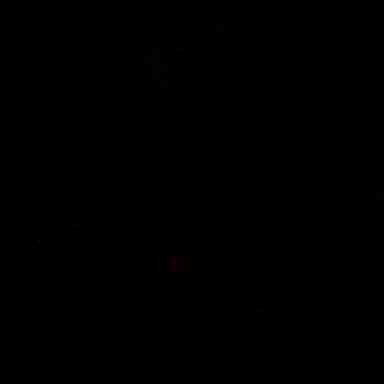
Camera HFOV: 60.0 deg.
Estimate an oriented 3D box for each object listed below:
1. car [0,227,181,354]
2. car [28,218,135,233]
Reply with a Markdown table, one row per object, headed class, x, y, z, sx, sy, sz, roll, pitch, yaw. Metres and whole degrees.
| class | x | y | z | sx | sy | sz | roll | pitch | yaw |
| --- | --- | --- | --- | --- | --- | --- | --- | --- | --- |
| car | -2.272 | 1.576 | 6.067 | 4.181 | 1.385 | 1.994 | 0 | 0 | -36 |
| car | -3.406 | 1.510 | 9.253 | 4.902 | 1.511 | 2.128 | 0 | 0 | -36 |
